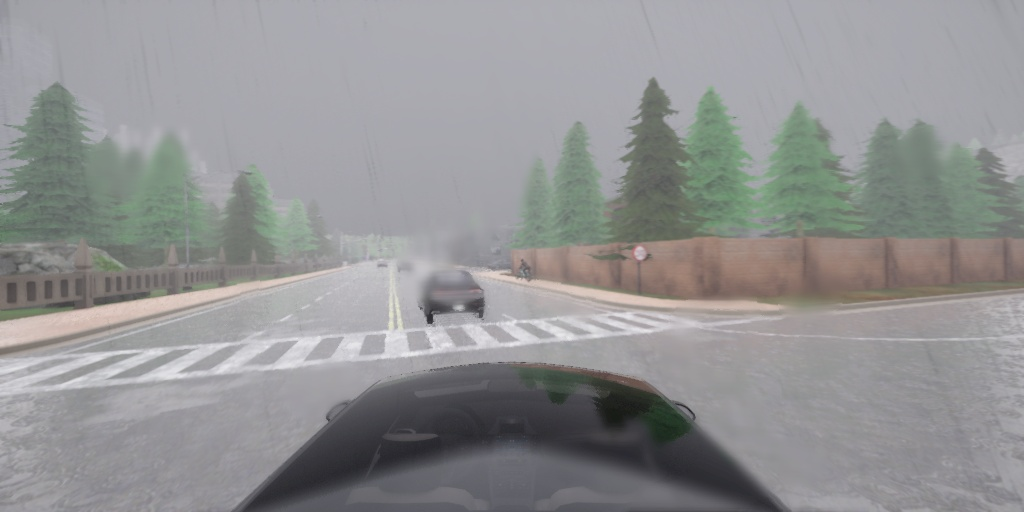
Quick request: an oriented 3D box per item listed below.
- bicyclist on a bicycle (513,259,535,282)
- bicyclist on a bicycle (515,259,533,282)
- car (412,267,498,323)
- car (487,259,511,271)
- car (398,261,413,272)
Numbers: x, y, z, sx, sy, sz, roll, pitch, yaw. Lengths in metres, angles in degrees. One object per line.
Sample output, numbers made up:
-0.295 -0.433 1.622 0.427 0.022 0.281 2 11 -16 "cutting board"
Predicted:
0.894 1.025 26.228 0.582 1.620 1.656 -1 0 -42 "bicyclist on a bicycle"
0.844 1.026 25.243 1.656 1.620 0.582 -1 0 42 "bicyclist on a bicycle"
-2.186 1.270 12.434 2.128 1.511 4.902 -1 0 -17 "car"
-0.811 1.194 46.758 4.902 1.511 2.128 -1 0 -19 "car"
-14.847 1.452 50.242 2.128 1.511 4.902 -1 0 -18 "car"
